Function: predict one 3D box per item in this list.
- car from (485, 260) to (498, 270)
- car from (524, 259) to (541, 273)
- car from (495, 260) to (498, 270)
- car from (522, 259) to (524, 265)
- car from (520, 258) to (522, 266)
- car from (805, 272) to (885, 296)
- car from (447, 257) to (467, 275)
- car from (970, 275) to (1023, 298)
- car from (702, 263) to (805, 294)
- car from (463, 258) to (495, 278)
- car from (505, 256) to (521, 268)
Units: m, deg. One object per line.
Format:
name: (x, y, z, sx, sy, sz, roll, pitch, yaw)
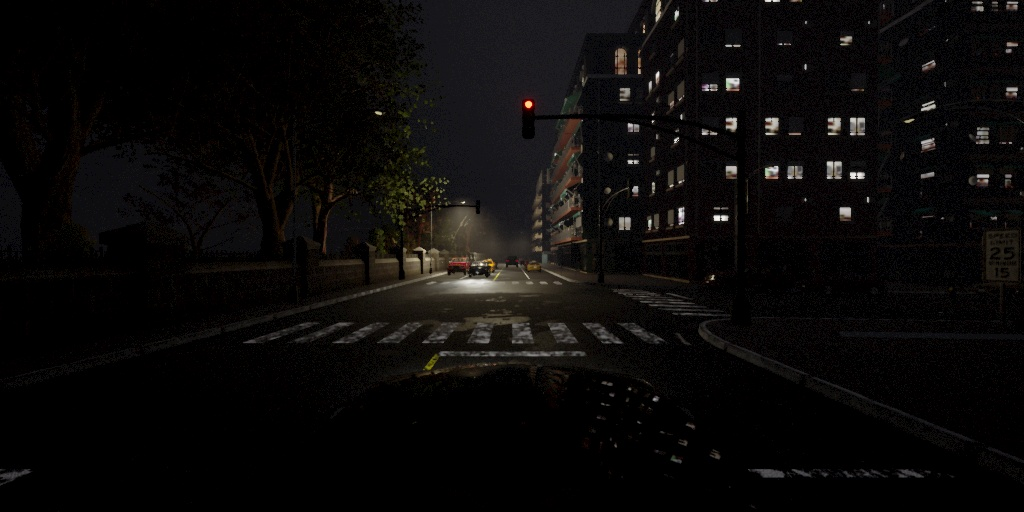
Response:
car: (-3.068, 1.290, 54.398, 1.812, 1.442, 4.674, 0, 0, 0)
car: (2.707, 1.283, 44.481, 1.751, 1.417, 4.829, 0, 0, 0)
car: (-3.074, 1.235, 44.219, 1.882, 1.535, 5.008, 0, 0, 0)
car: (2.709, 1.306, 49.846, 1.888, 1.381, 4.507, 0, 0, 0)
car: (2.711, 1.316, 55.382, 2.007, 1.370, 4.403, 0, 0, 0)
car: (20.302, 1.671, 22.202, 4.507, 1.381, 1.888, 0, 0, 0)
car: (-5.675, 1.069, 38.778, 2.192, 1.841, 5.009, 0, 0, 0)
car: (31.523, 1.857, 22.233, 4.829, 1.417, 1.751, 0, 0, 0)
car: (14.607, 1.338, 22.186, 5.009, 1.841, 2.192, 0, 0, 0)
car: (-3.074, 1.245, 34.718, 2.128, 1.511, 4.902, 0, 0, 0)
car: (0.025, 0.993, 63.707, 2.150, 2.045, 5.566, 0, 0, 0)
